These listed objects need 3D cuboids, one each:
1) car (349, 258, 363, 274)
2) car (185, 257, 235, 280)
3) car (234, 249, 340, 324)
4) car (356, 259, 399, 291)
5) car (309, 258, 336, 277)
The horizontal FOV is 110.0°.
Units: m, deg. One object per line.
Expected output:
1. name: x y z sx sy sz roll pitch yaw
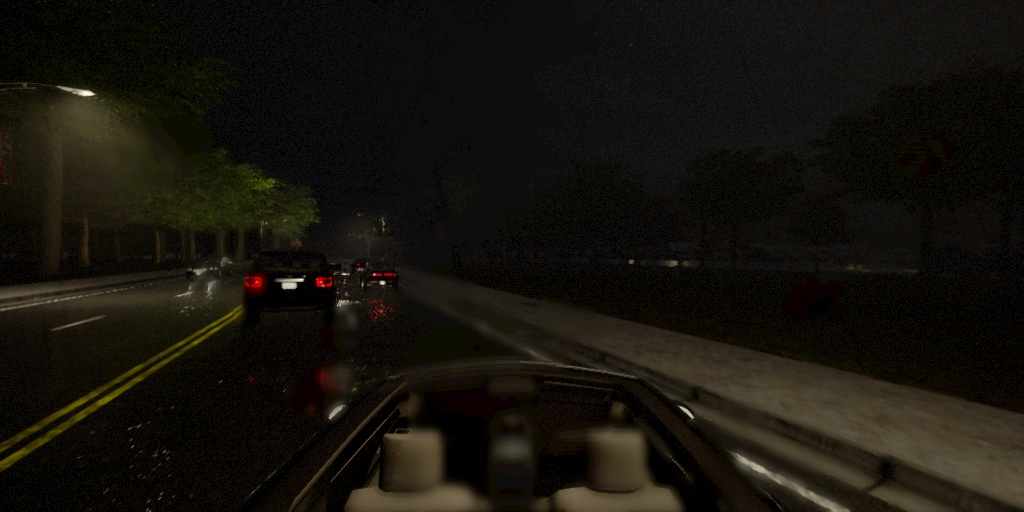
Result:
1. car: -15.182 0.970 36.077 1.837 1.490 4.892 1 0 -26
2. car: -20.744 0.824 24.833 2.128 1.511 4.902 1 0 -26
3. car: -6.849 0.828 11.568 2.150 2.045 5.566 1 0 -26
4. car: -7.672 1.104 20.607 1.837 1.490 4.892 1 0 -26
5. car: -16.197 0.940 30.791 1.837 1.490 4.892 1 0 -26
